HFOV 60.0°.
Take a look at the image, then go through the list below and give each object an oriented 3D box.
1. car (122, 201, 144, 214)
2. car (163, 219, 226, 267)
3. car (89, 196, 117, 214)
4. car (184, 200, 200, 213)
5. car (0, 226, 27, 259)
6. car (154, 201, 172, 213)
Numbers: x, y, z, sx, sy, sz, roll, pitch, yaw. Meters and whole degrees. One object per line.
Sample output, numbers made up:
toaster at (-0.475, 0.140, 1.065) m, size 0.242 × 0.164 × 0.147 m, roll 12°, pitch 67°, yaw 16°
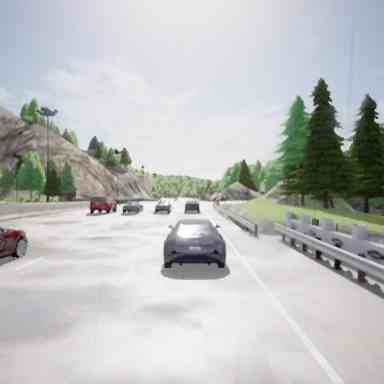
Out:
car at (-6.968, 1.814, 39.513) m, size 2.033 × 1.411 × 5.357 m, roll 0°, pitch 0°, yaw 0°
car at (0.083, 1.639, 11.769) m, size 1.994 × 1.385 × 4.181 m, roll 0°, pitch 0°, yaw 0°
car at (-10.472, 1.488, 39.566) m, size 2.150 × 2.045 × 5.566 m, roll 0°, pitch 0°, yaw 0°
car at (0.023, 1.761, 41.903) m, size 1.882 × 1.535 × 5.008 m, roll 0°, pitch -1°, yaw 0°
car at (-6.915, 1.541, 10.084) m, size 1.882 × 1.535 × 5.008 m, roll 0°, pitch 0°, yaw 0°
car at (-3.471, 1.821, 40.523) m, size 2.033 × 1.411 × 5.357 m, roll 0°, pitch 0°, yaw 0°
